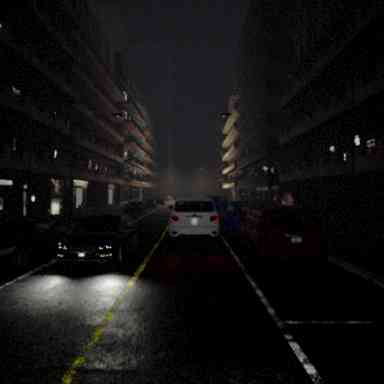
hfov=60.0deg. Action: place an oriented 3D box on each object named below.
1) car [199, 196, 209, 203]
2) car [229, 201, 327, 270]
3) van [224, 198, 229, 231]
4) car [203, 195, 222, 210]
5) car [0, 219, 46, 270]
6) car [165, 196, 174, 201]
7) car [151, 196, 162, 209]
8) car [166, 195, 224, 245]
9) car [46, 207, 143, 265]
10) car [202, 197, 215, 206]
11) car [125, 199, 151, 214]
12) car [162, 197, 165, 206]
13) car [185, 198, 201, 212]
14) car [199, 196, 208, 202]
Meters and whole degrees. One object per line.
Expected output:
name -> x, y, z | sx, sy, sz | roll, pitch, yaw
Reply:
car -> 2.699, 1.606, 73.472 | 2.008, 1.369, 4.403 | 0, 0, 0
car -> 2.693, 1.320, 10.966 | 2.192, 1.841, 5.009 | 0, 0, 0
van -> 2.694, 1.350, 16.649 | 1.690, 1.788, 3.998 | 0, 0, 0
car -> 2.696, 1.343, 45.060 | 2.192, 1.841, 5.009 | 0, 0, 0
car -> -5.688, 1.587, 10.964 | 1.802, 1.307, 4.206 | 0, 0, 0
car -> -5.680, 1.619, 84.836 | 2.008, 1.369, 4.403 | 0, 0, 0
car -> -5.685, 1.579, 45.059 | 2.008, 1.369, 4.403 | 0, 0, 0
car -> 0.066, 1.229, 15.862 | 2.150, 2.045, 5.566 | 0, 0, -1
car -> -3.098, 1.510, 11.753 | 1.837, 1.490, 4.892 | 0, 0, 0
car -> 2.697, 1.604, 56.425 | 1.947, 1.339, 4.313 | 0, 0, 0
car -> -5.685, 1.564, 33.694 | 1.887, 1.381, 4.507 | 0, 0, 0
car -> -5.683, 1.478, 56.423 | 1.967, 1.590, 4.097 | 0, 0, 0
car -> 0.103, 1.502, 40.802 | 1.882, 1.535, 5.008 | 0, 0, 0
car -> 2.700, 1.613, 79.155 | 2.008, 1.369, 4.403 | 0, 0, 0
